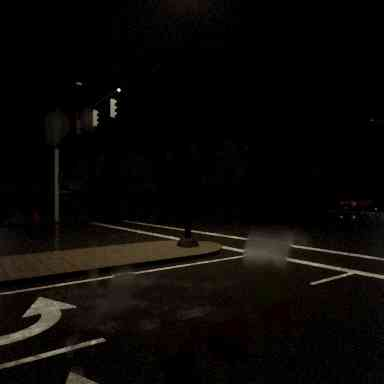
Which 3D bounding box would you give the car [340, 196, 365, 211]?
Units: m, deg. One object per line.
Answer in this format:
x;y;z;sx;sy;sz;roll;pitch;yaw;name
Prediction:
20.409;1.352;41.405;4.553;1.767;2.097;0;0;-36;car

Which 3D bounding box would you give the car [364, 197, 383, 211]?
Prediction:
22.821;1.547;38.873;5.357;1.411;2.033;0;0;-35;car

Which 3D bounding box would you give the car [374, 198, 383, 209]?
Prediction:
27.424;1.564;46.433;4.181;1.385;1.994;0;0;-36;car
